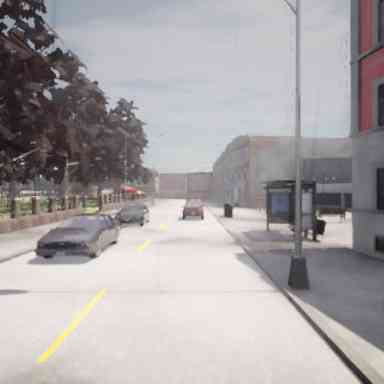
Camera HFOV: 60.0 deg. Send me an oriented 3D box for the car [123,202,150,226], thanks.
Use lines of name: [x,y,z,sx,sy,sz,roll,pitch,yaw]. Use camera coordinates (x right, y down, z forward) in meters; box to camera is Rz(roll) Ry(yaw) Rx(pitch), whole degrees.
car: [-4.068,1.515,23.436,1.837,1.490,4.892,0,0,0]

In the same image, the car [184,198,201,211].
car: [0.051,1.565,41.903,2.033,1.411,5.357,0,0,0]

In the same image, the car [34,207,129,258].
car: [-4.098,1.553,13.028,2.033,1.411,5.357,0,0,0]

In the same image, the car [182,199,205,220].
car: [0.112,1.537,28.597,1.812,1.442,4.674,0,0,0]
